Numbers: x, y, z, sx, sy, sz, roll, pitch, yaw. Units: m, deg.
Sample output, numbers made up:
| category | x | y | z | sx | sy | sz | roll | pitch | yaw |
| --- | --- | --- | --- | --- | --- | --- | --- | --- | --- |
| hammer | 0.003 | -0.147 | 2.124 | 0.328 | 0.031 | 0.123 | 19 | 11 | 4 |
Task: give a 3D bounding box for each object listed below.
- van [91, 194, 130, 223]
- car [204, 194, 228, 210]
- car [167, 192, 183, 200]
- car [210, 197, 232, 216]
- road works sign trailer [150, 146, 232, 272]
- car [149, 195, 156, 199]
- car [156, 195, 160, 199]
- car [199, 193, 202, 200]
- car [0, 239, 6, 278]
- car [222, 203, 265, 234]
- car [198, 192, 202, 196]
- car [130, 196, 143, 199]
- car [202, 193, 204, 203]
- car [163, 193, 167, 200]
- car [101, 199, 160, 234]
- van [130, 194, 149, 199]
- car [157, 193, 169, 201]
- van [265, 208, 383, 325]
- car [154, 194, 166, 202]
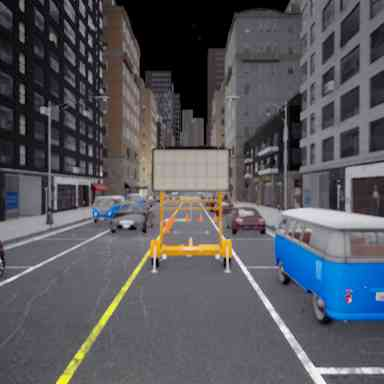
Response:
| category | x | y | z | sx | sy | sz | roll | pitch | yaw |
| --- | --- | --- | --- | --- | --- | --- | --- | --- | --- |
| van | -5.735 | 1.166 | 23.232 | 1.690 | 1.788 | 3.998 | 0 | 0 | 0 |
| car | 2.759 | 1.060 | 34.257 | 2.192 | 1.841 | 5.009 | 0 | 0 | 0 |
| car | -3.231 | 1.050 | 60.261 | 2.128 | 1.511 | 4.902 | 0 | 0 | 0 |
| car | 2.776 | 1.367 | 28.757 | 1.802 | 1.307 | 4.206 | 0 | 0 | 0 |
| road works sign trailer | -0.028 | 0.385 | 10.415 | 2.380 | 3.560 | 2.880 | 0 | 0 | 0 |
| car | -5.781 | 1.271 | 39.736 | 1.947 | 1.339 | 4.313 | 0 | 0 | 0 |
| car | -5.797 | 1.247 | 45.237 | 1.802 | 1.307 | 4.206 | 0 | 0 | 0 |
| car | 2.697 | 1.138 | 56.264 | 2.008 | 1.369 | 4.403 | 0 | 0 | 0 |
| car | -5.688 | 1.388 | 6.728 | 1.967 | 1.590 | 4.097 | 0 | 0 | 0 |
| car | 2.807 | 1.448 | 17.756 | 1.802 | 1.307 | 4.206 | 0 | 0 | 0 |
| car | 2.666 | 1.077 | 67.266 | 1.947 | 1.339 | 4.313 | 0 | 0 | 0 |
| car | -5.750 | 1.335 | 28.733 | 2.008 | 1.369 | 4.403 | 0 | 0 | 0 |
| car | 2.728 | 1.106 | 45.260 | 1.967 | 1.590 | 4.097 | 0 | 0 | 0 |
| car | -5.828 | 1.153 | 56.239 | 1.947 | 1.339 | 4.313 | 0 | 0 | 0 |
| car | -3.151 | 1.353 | 18.345 | 2.128 | 1.511 | 4.902 | 0 | 0 | 0 |
| van | -5.766 | 1.086 | 34.233 | 1.690 | 1.788 | 3.998 | 0 | 0 | 0 |
| car | -5.860 | 0.951 | 67.241 | 1.967 | 1.590 | 4.097 | 0 | 0 | 0 |
| van | 2.837 | 1.290 | 6.751 | 1.690 | 1.788 | 3.998 | 0 | 0 | 0 |
| car | -5.844 | 1.131 | 61.741 | 1.802 | 1.307 | 4.206 | 0 | 0 | 0 |
